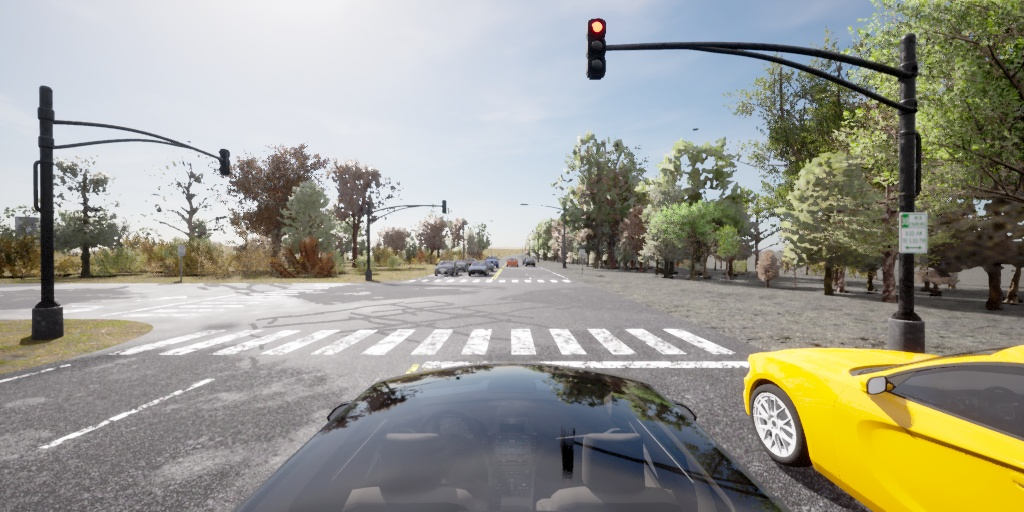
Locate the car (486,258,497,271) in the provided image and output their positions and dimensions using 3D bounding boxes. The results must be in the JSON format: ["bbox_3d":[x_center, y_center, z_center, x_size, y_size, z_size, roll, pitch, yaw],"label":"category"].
[{"bbox_3d":[-3.330,1.315,45.922,1.994,1.385,4.181,0,0,0],"label":"car"}]

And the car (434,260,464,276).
[{"bbox_3d":[-6.586,1.242,36.465,2.128,1.511,4.902,0,0,0],"label":"car"}]

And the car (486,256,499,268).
[{"bbox_3d":[-3.315,0.971,59.132,2.150,2.045,5.566,0,0,0],"label":"car"}]

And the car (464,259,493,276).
[{"bbox_3d":[-3.338,1.298,36.687,2.033,1.411,5.357,0,0,0],"label":"car"}]

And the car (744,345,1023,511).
[{"bbox_3d":[3.363,1.195,1.745,1.882,1.535,5.008,0,1,0],"label":"car"}]
